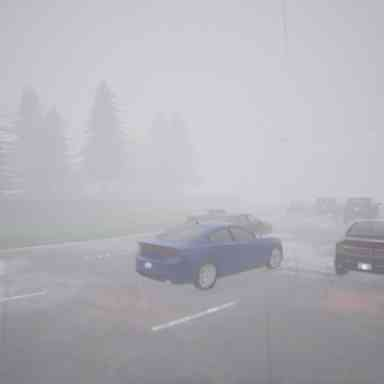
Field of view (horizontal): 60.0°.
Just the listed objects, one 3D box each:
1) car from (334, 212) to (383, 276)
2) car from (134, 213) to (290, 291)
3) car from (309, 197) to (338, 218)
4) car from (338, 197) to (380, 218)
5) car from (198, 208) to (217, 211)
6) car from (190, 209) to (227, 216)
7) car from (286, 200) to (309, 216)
[{"bbox_3d":[5.777,1.582,9.988,1.837,1.490,4.892,0,0,40],"label":"car"},{"bbox_3d":[0.728,1.586,9.551,5.008,1.535,1.882,1,-1,-45],"label":"car"},{"bbox_3d":[13.768,1.503,33.039,2.150,2.045,5.566,-1,-1,35],"label":"car"},{"bbox_3d":[13.724,1.432,26.803,2.150,2.045,5.566,-1,-1,35],"label":"car"},{"bbox_3d":[1.346,1.763,21.323,1.812,1.442,4.674,-1,-1,36],"label":"car"},{"bbox_3d":[2.162,1.721,16.221,2.033,1.411,5.357,-1,-1,35],"label":"car"},{"bbox_3d":[12.120,1.689,36.818,2.097,1.767,4.553,-1,-1,35],"label":"car"}]
